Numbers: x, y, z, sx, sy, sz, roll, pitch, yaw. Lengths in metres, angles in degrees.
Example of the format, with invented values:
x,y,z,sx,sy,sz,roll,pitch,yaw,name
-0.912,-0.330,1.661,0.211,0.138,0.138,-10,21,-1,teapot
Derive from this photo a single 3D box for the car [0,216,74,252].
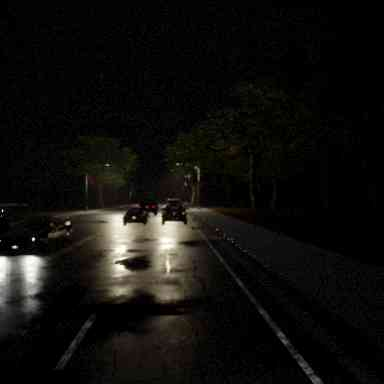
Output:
x,y,z,sx,sy,sz,roll,pitch,yaw,name
-7.422,1.932,16.402,2.033,1.411,5.357,-1,-1,-3,car

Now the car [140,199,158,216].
x,y,z,sx,sy,sz,roll,pitch,yaw,name
-5.562,1.966,42.877,2.150,2.045,5.566,-1,-1,-3,car

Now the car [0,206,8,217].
x,y,z,sx,sy,sz,roll,pitch,yaw,name
-10.562,1.652,15.334,2.150,2.045,5.566,-1,-1,-3,car

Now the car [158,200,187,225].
x,y,z,sx,sy,sz,roll,pitch,yaw,name
-1.542,1.815,28.949,2.097,1.767,4.553,-1,-1,-3,car

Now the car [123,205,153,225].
x,y,z,sx,sy,sz,roll,pitch,yaw,name
-4.794,2.087,28.952,1.994,1.385,4.181,-1,-1,-3,car
